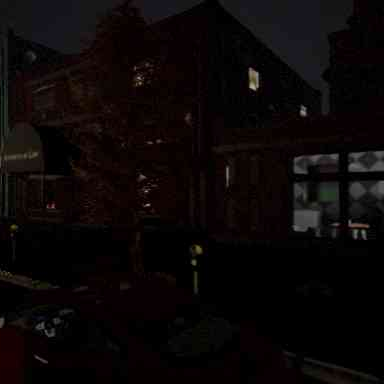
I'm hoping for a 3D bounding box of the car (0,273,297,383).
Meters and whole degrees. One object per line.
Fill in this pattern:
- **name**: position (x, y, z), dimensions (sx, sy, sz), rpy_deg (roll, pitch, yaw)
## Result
- **car**: position (-1.035, 1.582, 3.614), dimensions (4.206, 1.307, 1.802), rpy_deg (0, 0, 35)
